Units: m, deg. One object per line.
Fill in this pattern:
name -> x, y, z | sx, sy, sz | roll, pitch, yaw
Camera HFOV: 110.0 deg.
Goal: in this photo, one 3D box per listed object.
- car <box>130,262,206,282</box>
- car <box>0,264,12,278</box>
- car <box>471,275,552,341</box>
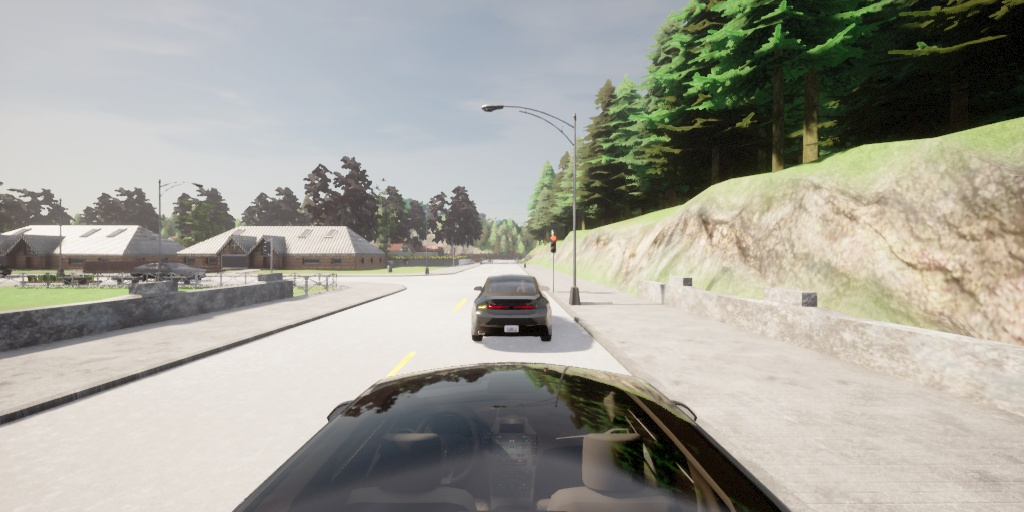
car -> -26.812, 1.240, 28.108 | 4.902, 1.511, 2.128 | 0, 0, 0
car -> -48.134, 1.228, 32.066 | 5.008, 1.535, 1.882 | 0, 0, 0
car -> -0.010, 1.255, 9.813 | 1.837, 1.490, 4.892 | 0, 0, 0
